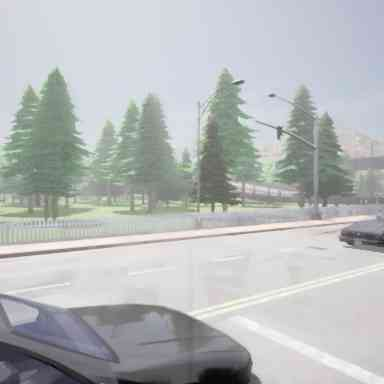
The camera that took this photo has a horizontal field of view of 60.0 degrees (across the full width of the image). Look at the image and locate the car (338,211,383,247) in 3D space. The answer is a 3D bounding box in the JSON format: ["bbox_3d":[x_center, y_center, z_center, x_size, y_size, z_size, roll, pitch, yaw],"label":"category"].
[{"bbox_3d":[8.598,1.560,14.412,5.357,1.411,2.033,0,0,-35],"label":"car"}]

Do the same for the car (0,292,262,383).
[{"bbox_3d":[-1.949,1.547,2.375,5.357,1.411,2.033,0,0,-36],"label":"car"}]
